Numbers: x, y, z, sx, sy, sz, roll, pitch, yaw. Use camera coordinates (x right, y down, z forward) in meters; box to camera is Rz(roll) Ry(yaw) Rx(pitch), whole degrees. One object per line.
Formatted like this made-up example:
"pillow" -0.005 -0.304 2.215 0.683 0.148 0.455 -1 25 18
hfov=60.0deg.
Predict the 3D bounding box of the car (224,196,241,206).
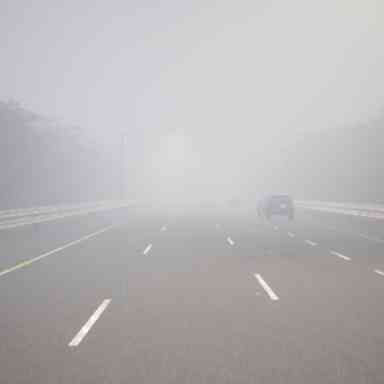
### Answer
"car" 7.116 1.550 56.772 1.882 1.535 5.008 0 0 0

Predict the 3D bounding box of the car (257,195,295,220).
"car" 7.022 1.239 28.282 2.150 2.045 5.566 0 0 0
